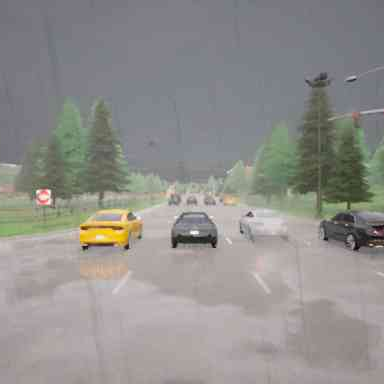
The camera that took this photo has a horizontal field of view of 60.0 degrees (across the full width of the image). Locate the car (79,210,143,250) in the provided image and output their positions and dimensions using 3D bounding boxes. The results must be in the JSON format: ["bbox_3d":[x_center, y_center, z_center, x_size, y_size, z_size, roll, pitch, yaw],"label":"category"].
[{"bbox_3d":[-3.400,1.533,14.753,1.882,1.535,5.008,0,0,0],"label":"car"}]

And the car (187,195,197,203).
[{"bbox_3d":[-0.003,1.459,72.941,2.097,1.767,4.553,0,0,0],"label":"car"}]

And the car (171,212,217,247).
[{"bbox_3d":[0.099,1.622,15.474,1.994,1.385,4.181,0,0,0],"label":"car"}]

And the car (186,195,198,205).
[{"bbox_3d":[-0.003,1.586,62.937,2.097,1.767,4.553,0,0,0],"label":"car"}]

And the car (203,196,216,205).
[{"bbox_3d":[3.497,1.798,62.967,1.994,1.385,4.181,0,0,0],"label":"car"}]

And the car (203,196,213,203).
[{"bbox_3d":[3.497,1.604,72.971,1.837,1.490,4.892,0,0,0],"label":"car"}]

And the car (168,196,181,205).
[{"bbox_3d":[-3.503,1.835,62.996,1.895,1.301,4.718,0,0,0],"label":"car"}]

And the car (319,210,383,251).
[{"bbox_3d":[7.099,1.559,14.342,1.837,1.490,4.892,0,0,0],"label":"car"}]

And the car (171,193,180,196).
[{"bbox_3d":[-3.503,1.329,73.001,2.150,2.045,5.566,0,0,0],"label":"car"}]

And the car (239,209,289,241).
[{"bbox_3d":[3.586,1.589,16.982,1.812,1.442,4.674,0,0,0],"label":"car"}]

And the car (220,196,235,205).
[{"bbox_3d":[6.997,1.710,62.550,1.882,1.535,5.008,0,0,0],"label":"car"}]
